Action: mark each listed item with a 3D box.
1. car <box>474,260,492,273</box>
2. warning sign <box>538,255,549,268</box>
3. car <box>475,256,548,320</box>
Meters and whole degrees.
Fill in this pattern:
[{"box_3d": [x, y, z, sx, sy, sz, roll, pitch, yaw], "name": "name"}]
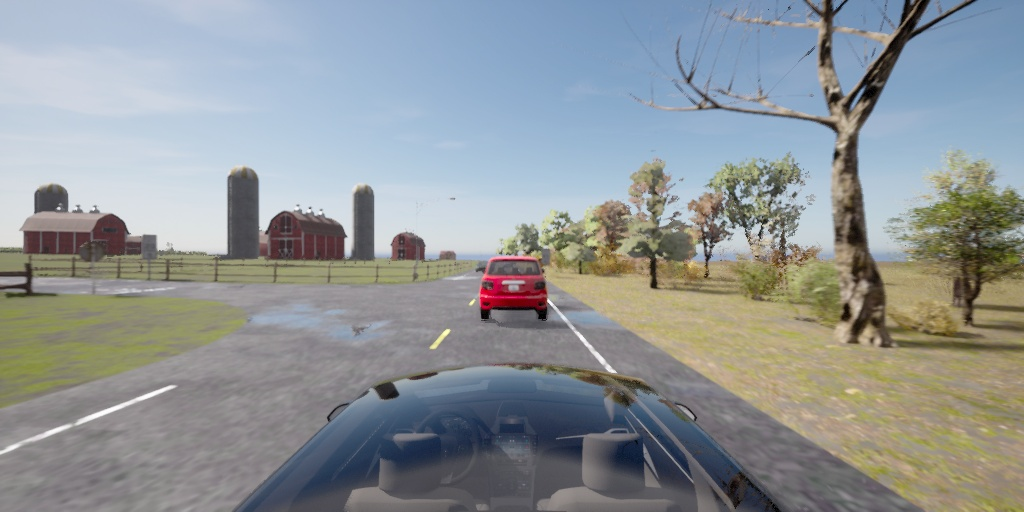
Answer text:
[{"box_3d": [-3.979, 1.431, 49.680, 2.097, 1.767, 4.553, 0, 0, -1], "name": "car"}, {"box_3d": [3.278, 1.134, 41.284, 1.300, 1.860, 1.060, 0, 0, -1], "name": "warning sign"}, {"box_3d": [0.055, 1.047, 13.169, 2.150, 2.045, 5.566, 0, -1, 0], "name": "car"}]
